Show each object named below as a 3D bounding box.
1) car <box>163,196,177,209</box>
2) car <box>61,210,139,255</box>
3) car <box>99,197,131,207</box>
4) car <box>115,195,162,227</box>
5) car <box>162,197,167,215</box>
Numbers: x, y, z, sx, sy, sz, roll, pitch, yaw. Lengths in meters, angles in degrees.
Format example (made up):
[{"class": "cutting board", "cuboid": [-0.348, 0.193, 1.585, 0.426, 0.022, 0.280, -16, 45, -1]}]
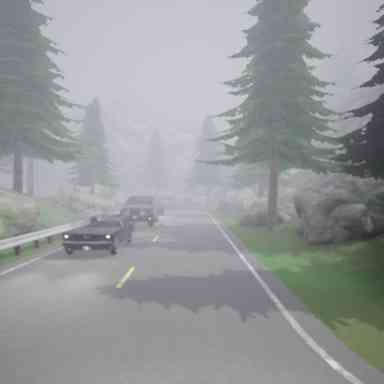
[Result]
[{"class": "car", "cuboid": [-3.930, 1.378, 44.247, 2.097, 1.767, 4.553, 0, 0, -35]}, {"class": "car", "cuboid": [-3.600, 1.615, 13.576, 1.895, 1.301, 4.718, 0, 0, 0]}, {"class": "car", "cuboid": [-11.719, 1.549, 50.632, 4.674, 1.442, 1.812, 0, 0, 24]}, {"class": "car", "cuboid": [-3.593, 1.240, 23.485, 2.150, 2.045, 5.566, 0, 0, -1]}, {"class": "car", "cuboid": [-3.885, 1.527, 33.914, 1.837, 1.490, 4.892, 0, 0, -8]}]
